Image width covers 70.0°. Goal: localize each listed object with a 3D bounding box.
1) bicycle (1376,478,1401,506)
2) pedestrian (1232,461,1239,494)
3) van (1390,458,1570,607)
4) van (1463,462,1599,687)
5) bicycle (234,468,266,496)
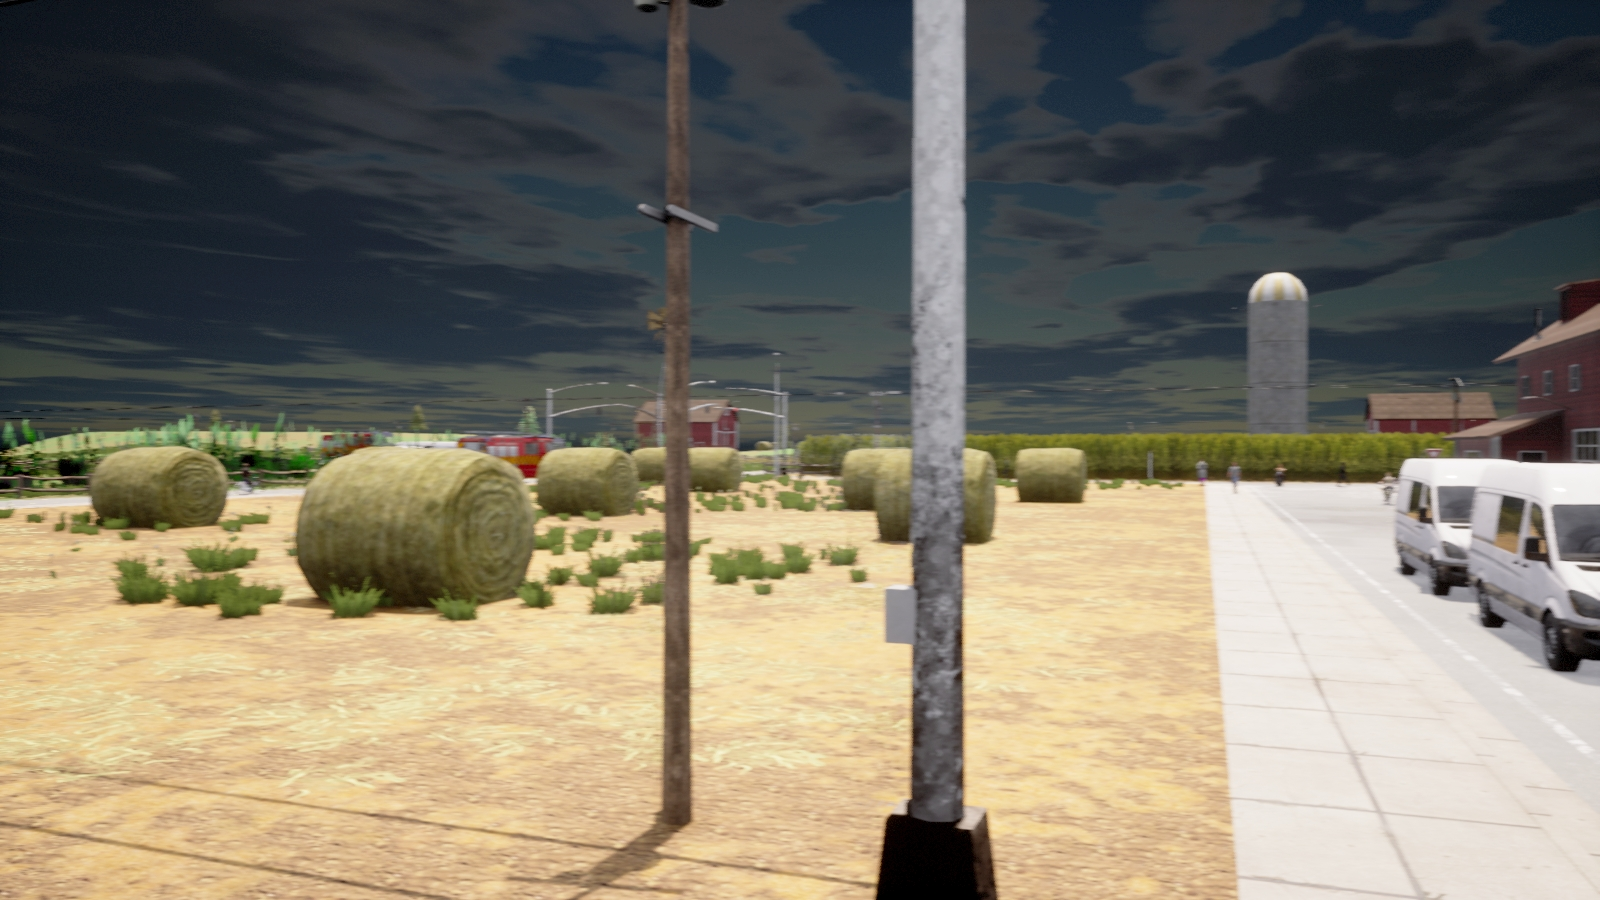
[{"bbox_3d":[28.611,2.025,55.554,0.859,1.276,1.487,0,0,20],"label":"bicycle"},{"bbox_3d":[24.540,1.529,64.420,0.375,1.860,0.375,0,0,22],"label":"pedestrian"},{"bbox_3d":[13.524,1.464,23.131,1.988,2.561,5.915,0,0,19],"label":"van"},{"bbox_3d":[10.964,1.477,15.844,1.988,2.561,5.915,0,0,19],"label":"van"},{"bbox_3d":[-30.502,1.766,63.400,0.329,1.471,1.835,0,0,23],"label":"bicycle"}]
